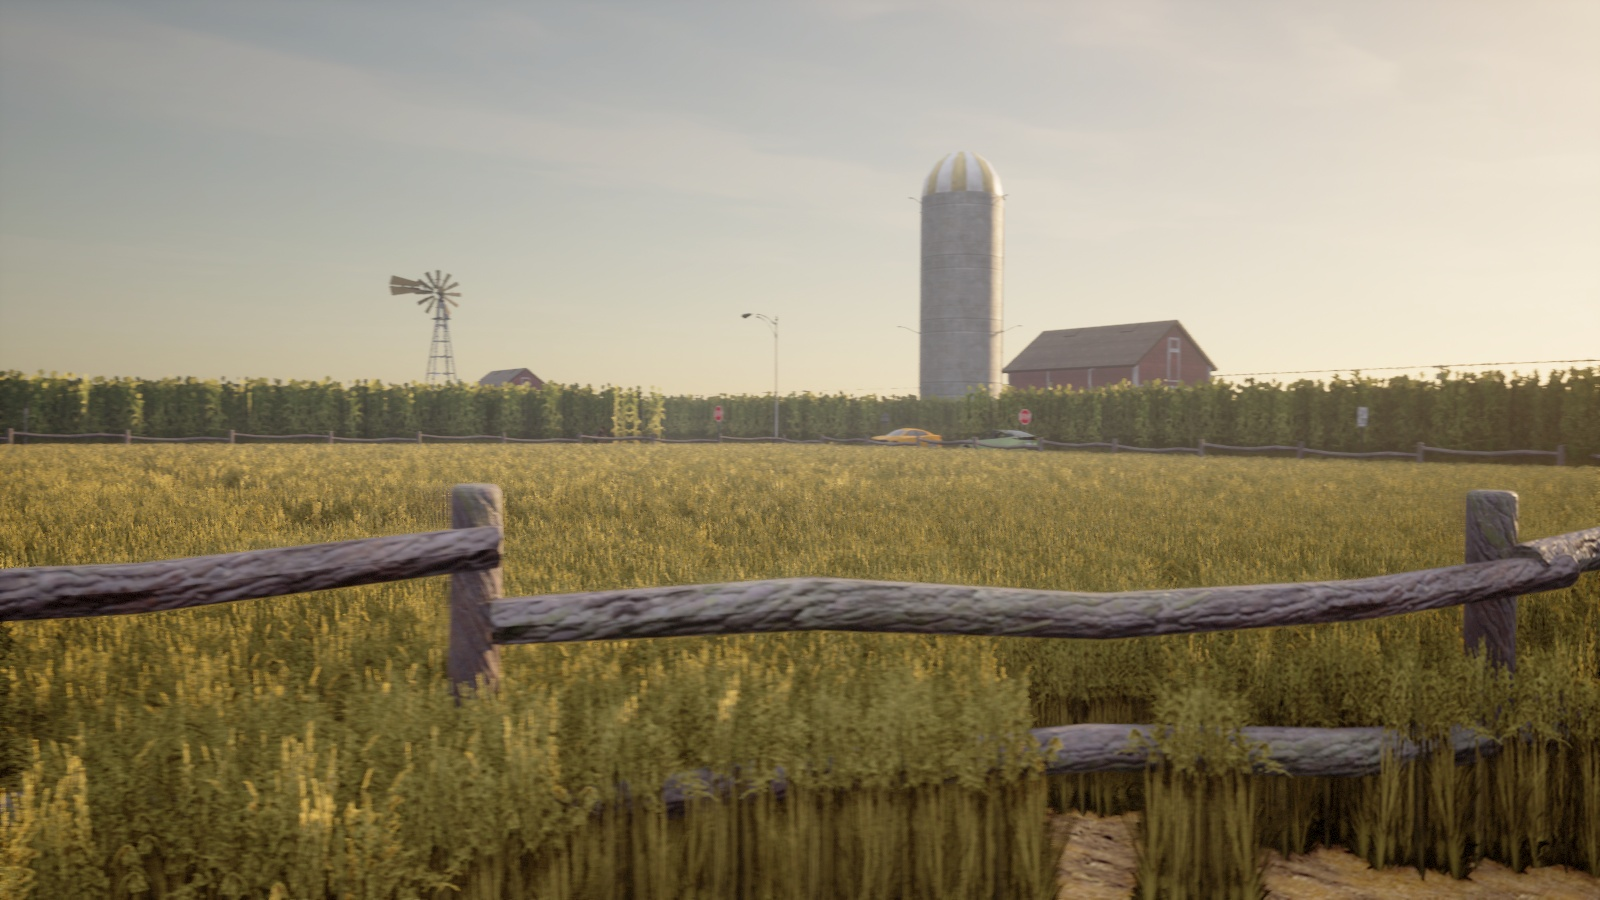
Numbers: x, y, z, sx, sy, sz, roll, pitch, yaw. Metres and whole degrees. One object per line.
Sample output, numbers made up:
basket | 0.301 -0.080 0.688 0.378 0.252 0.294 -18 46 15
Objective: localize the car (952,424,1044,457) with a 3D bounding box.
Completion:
car | 9.772 -0.505 62.375 2.007 1.525 4.514 -1 2 -33

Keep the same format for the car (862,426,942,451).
car | 6.599 -0.780 80.805 5.008 1.535 1.882 -1 1 -34
